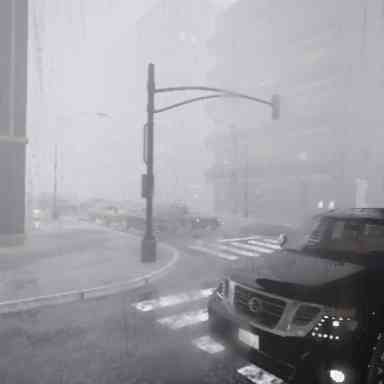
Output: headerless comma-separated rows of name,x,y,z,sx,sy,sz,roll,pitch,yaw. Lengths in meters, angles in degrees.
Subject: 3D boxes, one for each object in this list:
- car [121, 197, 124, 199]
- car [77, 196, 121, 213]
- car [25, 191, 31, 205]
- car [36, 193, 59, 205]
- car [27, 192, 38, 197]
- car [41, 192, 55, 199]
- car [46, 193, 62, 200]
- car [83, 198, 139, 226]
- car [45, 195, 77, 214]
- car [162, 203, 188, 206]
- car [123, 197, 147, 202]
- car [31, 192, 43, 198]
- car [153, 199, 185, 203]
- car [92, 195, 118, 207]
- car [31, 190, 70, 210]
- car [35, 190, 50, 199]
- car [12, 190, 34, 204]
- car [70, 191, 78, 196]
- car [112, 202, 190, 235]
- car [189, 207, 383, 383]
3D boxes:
car,-8.622,1.312,40.957,2.008,1.369,4.403,2,0,-36
car,-8.861,1.251,31.407,1.882,1.535,5.008,1,0,-36
car,-21.859,1.025,44.945,1.752,1.417,4.829,2,0,-36
car,-21.106,1.004,48.469,2.128,1.511,4.902,1,0,-36
car,-41.288,0.631,86.041,1.947,1.339,4.313,2,0,-36
car,-31.487,0.817,72.516,1.887,1.381,4.507,2,0,-36
car,-28.221,0.892,68.008,2.008,1.369,4.403,2,0,-36
car,-5.526,1.380,22.403,1.752,1.417,4.829,2,0,-36
car,-12.160,1.254,31.558,1.887,1.381,4.507,2,0,-36
car,-0.343,1.561,19.619,1.895,1.301,4.718,1,0,-35
car,-5.356,1.383,36.449,2.008,1.369,4.403,2,0,-36
car,-38.021,0.685,81.533,2.008,1.369,4.403,2,0,-36
car,-2.086,1.343,31.941,1.967,1.590,4.097,2,0,-36
car,-11.987,1.214,45.603,1.752,1.417,4.829,2,0,-36
car,-15.419,0.954,36.068,2.192,1.841,5.009,2,0,-36
car,-34.747,0.518,77.025,2.192,1.841,5.009,2,0,-36
car,-25.219,0.743,49.593,2.192,1.841,5.009,2,0,-36
car,-21.681,0.796,58.992,2.192,1.841,5.009,2,0,-36
car,-2.360,1.475,18.032,2.008,1.369,4.403,2,0,-36
car,2.882,1.304,5.291,5.566,2.045,2.150,1,-1,-35
